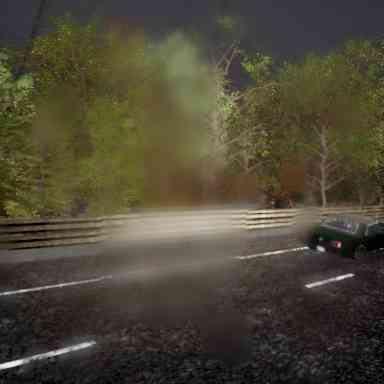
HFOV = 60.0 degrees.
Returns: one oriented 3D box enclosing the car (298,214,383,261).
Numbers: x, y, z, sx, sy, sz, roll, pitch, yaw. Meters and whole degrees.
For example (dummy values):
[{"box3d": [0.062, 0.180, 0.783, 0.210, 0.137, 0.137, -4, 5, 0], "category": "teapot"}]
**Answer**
[{"box3d": [6.204, 1.568, 12.567, 4.718, 1.301, 1.895, -2, 10, -36], "category": "car"}]
